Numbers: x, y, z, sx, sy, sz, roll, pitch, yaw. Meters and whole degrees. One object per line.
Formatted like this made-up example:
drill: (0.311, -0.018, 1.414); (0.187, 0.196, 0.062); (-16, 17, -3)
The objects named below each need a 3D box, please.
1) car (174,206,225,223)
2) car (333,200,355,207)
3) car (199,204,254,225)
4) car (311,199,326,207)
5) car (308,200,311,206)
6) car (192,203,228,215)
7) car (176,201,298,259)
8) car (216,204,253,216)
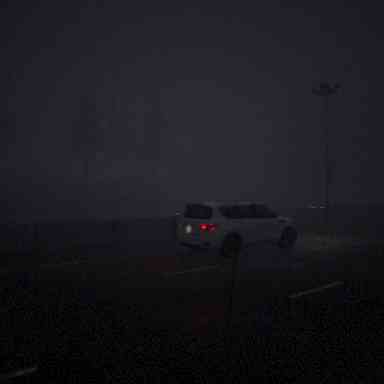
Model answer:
car: (0.795, 2.028, 31.140); (4.718, 1.301, 1.895); (0, -1, -42)
car: (23.312, 1.957, 50.302); (1.882, 1.535, 5.008); (-1, 0, 37)
car: (2.998, 1.874, 28.437); (4.892, 1.490, 1.837); (0, -1, -42)
car: (25.542, 2.144, 65.466); (1.882, 1.535, 5.008); (-1, -1, 35)
car: (27.473, 2.315, 74.258); (1.994, 1.385, 4.181); (-1, -1, 35)
car: (2.323, 2.165, 42.157); (4.718, 1.301, 1.895); (0, -1, -45)
car: (1.996, 1.396, 13.597); (5.566, 2.045, 2.150); (0, -1, -38)
car: (5.125, 2.109, 40.009); (1.895, 1.301, 4.718); (-1, -1, 45)
